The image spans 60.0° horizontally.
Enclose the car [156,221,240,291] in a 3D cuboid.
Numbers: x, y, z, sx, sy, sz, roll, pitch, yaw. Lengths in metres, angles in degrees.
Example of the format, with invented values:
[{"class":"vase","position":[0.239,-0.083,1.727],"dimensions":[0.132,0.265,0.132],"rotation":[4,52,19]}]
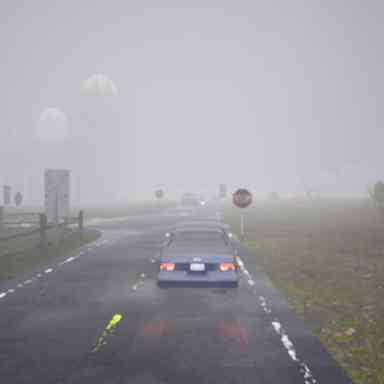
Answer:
[{"class":"car","position":[0.175,1.515,9.055],"dimensions":[2.033,1.411,5.357],"rotation":[0,0,2]}]

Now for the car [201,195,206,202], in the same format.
[{"class":"car","position":[1.765,1.284,66.783],"dimensions":[1.994,1.385,4.181],"rotation":[0,0,7]}]

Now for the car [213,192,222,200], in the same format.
[{"class":"car","position":[6.275,0.933,81.029],"dimensions":[2.097,1.767,4.553],"rotation":[0,0,7]}]

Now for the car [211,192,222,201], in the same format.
[{"class":"car","position":[5.066,1.219,71.096],"dimensions":[2.128,1.511,4.902],"rotation":[0,0,7]}]

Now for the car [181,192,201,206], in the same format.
[{"class":"car","position":[-0.288,1.024,49.367],"dimensions":[2.150,2.045,5.566],"rotation":[0,0,6]}]
